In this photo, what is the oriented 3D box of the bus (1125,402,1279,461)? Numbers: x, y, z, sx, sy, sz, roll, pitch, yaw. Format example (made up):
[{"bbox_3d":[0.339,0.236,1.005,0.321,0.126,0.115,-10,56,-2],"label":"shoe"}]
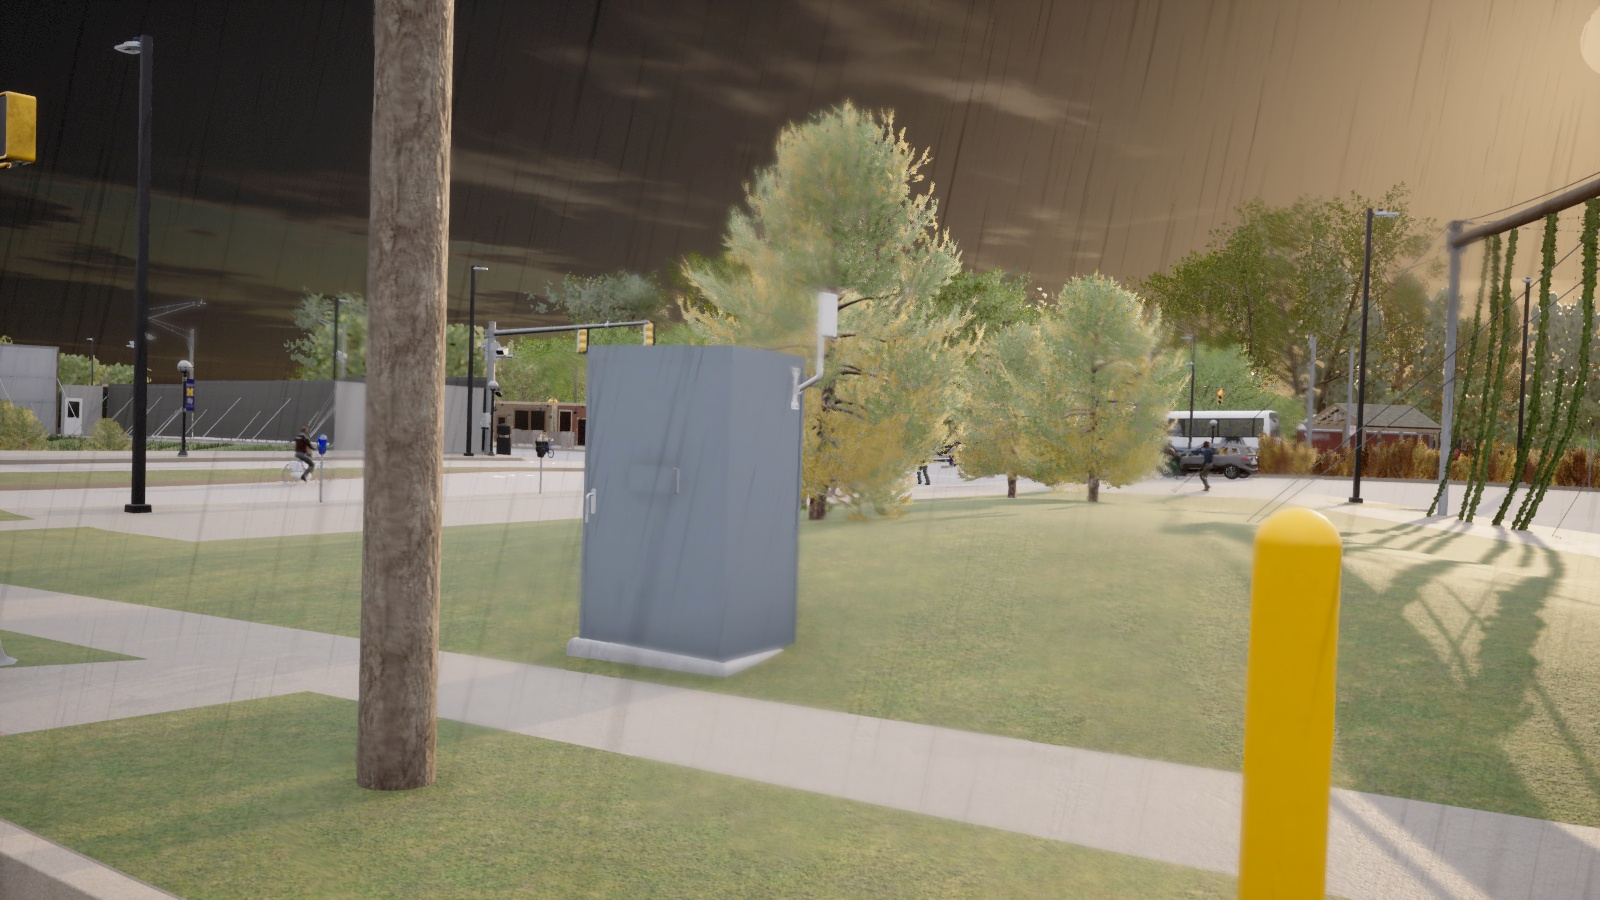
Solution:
[{"bbox_3d":[29.917,-1.316,93.705,10.273,4.253,3.944,0,1,35],"label":"bus"}]

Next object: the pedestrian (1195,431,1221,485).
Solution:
[{"bbox_3d":[14.245,0.273,43.876,0.726,1.835,0.370,3,2,43],"label":"pedestrian"}]

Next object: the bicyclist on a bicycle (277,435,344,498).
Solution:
[{"bbox_3d":[-14.419,0.456,37.037,0.659,1.776,1.843,1,2,30],"label":"bicyclist on a bicycle"}]

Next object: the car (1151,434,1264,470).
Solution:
[{"bbox_3d":[19.303,0.091,59.529,4.611,1.667,2.242,0,1,34],"label":"car"}]
